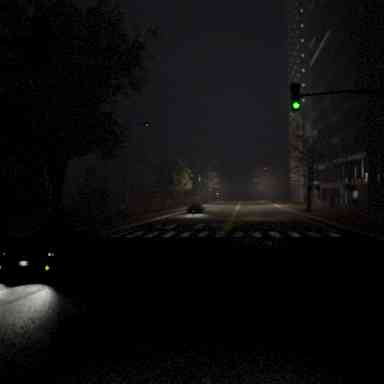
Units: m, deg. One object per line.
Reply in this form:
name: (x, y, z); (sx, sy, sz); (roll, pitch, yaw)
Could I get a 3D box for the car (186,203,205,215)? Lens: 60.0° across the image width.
car: (0.491, 2.147, 42.553); (1.994, 1.385, 4.181); (-1, -1, 9)

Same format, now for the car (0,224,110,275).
car: (-4.370, 1.788, 11.161); (1.994, 1.385, 4.181); (-2, 0, 9)
